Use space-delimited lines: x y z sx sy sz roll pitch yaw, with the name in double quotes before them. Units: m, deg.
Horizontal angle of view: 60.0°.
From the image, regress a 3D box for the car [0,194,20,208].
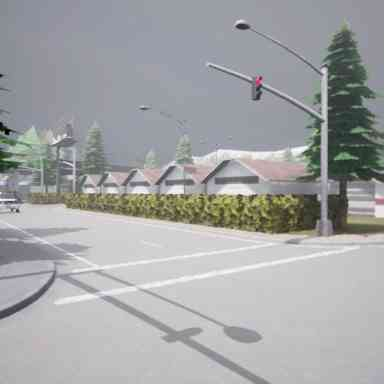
"car" -20.001 1.062 35.609 2.150 2.045 5.566 0 0 -37
